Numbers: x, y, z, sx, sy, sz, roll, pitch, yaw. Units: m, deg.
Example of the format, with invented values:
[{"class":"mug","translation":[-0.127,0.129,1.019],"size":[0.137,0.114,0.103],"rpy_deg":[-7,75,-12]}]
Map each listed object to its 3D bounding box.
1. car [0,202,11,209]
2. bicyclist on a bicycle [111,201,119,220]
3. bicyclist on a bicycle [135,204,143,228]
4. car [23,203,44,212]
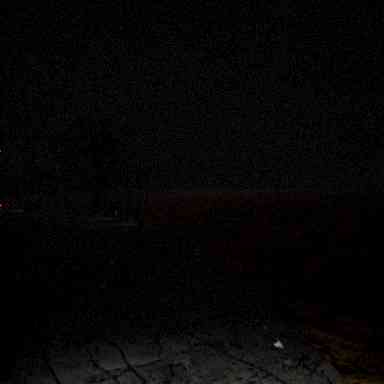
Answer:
[{"class":"car","translation":[-36.949,2.613,64.891],"size":[1.895,1.301,4.718],"rpy_deg":[1,-1,-42]},{"class":"bicyclist on a bicycle","translation":[-6.960,1.656,29.854],"size":[0.659,1.776,1.843],"rpy_deg":[0,-1,-24]},{"class":"bicyclist on a bicycle","translation":[-3.547,1.612,22.427],"size":[0.582,1.620,1.656],"rpy_deg":[0,0,-17]},{"class":"car","translation":[-24.298,2.300,50.914],"size":[1.895,1.301,4.718],"rpy_deg":[1,-1,-42]}]
